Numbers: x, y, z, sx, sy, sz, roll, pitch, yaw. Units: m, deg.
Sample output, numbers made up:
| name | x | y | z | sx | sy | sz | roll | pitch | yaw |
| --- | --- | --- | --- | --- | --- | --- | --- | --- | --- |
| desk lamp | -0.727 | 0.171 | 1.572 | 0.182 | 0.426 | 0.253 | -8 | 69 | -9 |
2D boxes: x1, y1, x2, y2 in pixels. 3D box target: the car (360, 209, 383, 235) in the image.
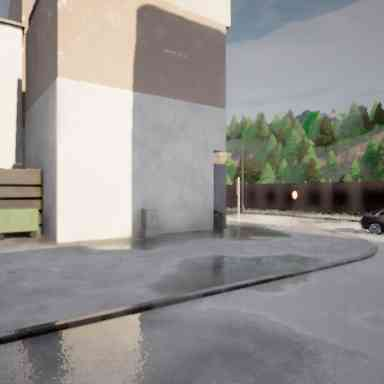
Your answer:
| name | x | y | z | sx | sy | sz | roll | pitch | yaw |
| --- | --- | --- | --- | --- | --- | --- | --- | --- | --- |
| car | 11.075 | 1.579 | 16.691 | 1.837 | 1.490 | 4.892 | 0 | 1 | -35 |
